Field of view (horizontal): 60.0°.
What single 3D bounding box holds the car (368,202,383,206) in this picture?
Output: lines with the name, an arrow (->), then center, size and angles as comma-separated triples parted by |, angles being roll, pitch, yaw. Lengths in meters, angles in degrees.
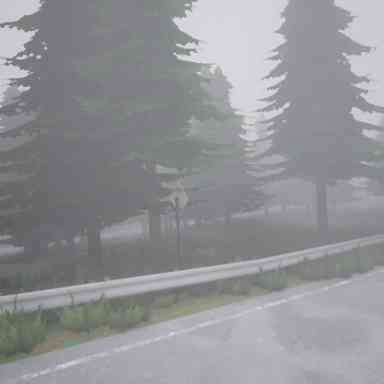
car -> 30.913, 2.365, 53.930 | 2.033, 1.411, 5.357 | -4, -2, -9
